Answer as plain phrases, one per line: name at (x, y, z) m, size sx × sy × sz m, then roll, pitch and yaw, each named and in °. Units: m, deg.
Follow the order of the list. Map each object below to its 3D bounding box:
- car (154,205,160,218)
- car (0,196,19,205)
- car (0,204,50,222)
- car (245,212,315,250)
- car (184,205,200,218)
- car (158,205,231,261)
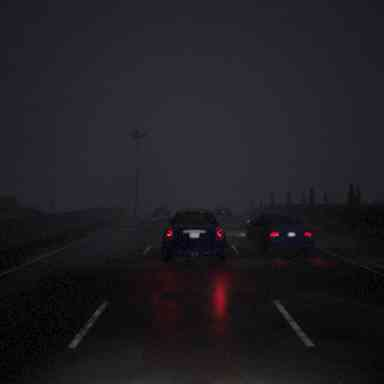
car at (-3.484, 2.338, 39.849) m, size 1.812 × 1.442 × 4.674 m, roll 0°, pitch -4°, yaw 0°
car at (-14.121, 1.307, 23.187) m, size 2.150 × 2.045 × 5.566 m, roll 0°, pitch -1°, yaw 0°
car at (-10.625, 1.635, 21.162) m, size 1.994 × 1.385 × 4.181 m, roll 0°, pitch 0°, yaw 0°
car at (3.570, 1.590, 14.456) m, size 2.033 × 1.411 × 5.357 m, roll 0°, pitch 0°, yaw 0°
car at (0.010, 2.378, 40.384) m, size 1.812 × 1.442 × 4.674 m, roll 0°, pitch -5°, yaw 0°
car at (0.074, 1.391, 12.542) m, size 2.097 × 1.767 × 4.553 m, roll 0°, pitch 0°, yaw 0°
